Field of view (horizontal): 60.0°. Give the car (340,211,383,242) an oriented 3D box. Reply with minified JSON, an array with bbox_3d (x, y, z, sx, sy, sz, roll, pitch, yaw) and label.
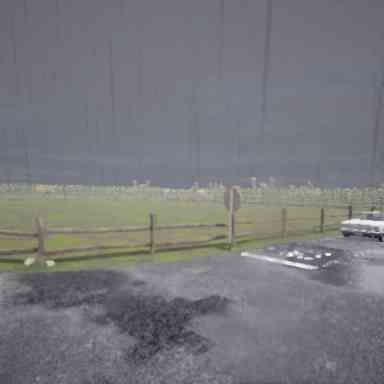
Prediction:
[{"bbox_3d":[9.467,1.688,17.065,4.718,1.301,1.895,1,0,-42],"label":"car"}]
